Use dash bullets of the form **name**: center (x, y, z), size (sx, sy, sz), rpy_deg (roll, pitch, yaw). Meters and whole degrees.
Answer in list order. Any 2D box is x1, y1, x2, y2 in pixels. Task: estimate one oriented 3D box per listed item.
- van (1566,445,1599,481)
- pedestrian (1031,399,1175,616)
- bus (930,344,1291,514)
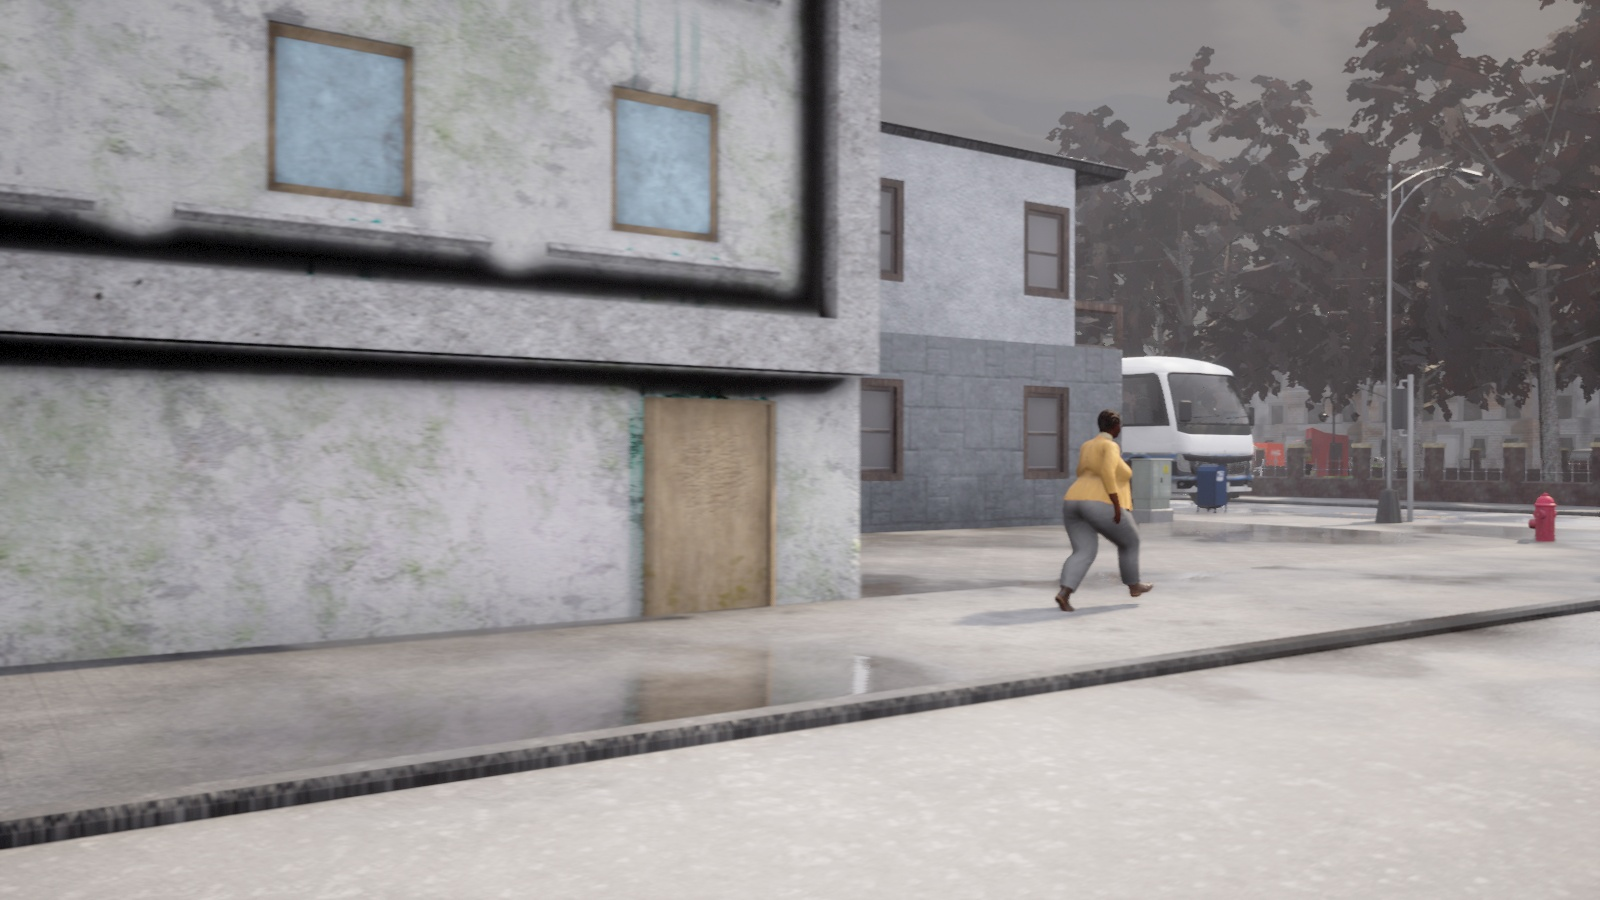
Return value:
- **van**: center (45.521, 0.705, 70.045), size (1.775, 1.987, 4.442), rpy_deg (0, 0, -35)
- **pedestrian**: center (2.716, 0.491, 11.298), size (0.900, 1.855, 0.874), rpy_deg (0, 0, -27)
- **bus**: center (8.641, -0.512, 36.809), size (3.944, 4.253, 10.273), rpy_deg (0, 0, -34)
